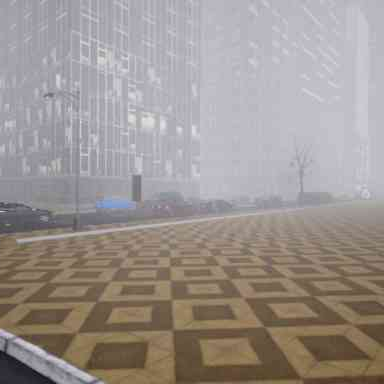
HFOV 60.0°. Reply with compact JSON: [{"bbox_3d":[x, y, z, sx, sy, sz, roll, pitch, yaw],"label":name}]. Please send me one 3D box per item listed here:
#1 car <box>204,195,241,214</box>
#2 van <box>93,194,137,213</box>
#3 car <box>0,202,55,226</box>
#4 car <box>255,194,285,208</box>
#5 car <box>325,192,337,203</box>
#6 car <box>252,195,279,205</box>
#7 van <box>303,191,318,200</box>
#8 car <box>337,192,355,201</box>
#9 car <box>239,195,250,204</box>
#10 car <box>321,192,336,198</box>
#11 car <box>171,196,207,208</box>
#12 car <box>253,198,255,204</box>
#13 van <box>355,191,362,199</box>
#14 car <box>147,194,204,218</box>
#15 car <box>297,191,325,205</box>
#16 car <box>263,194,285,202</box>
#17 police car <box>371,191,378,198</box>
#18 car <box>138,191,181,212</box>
[{"bbox_3d":[2.404,1.306,31.563,1.947,1.339,4.313,1,1,41],"label":"car"},{"bbox_3d":[-7.790,1.085,32.822,1.690,1.788,3.998,1,1,41],"label":"van"},{"bbox_3d":[-10.918,1.369,20.331,1.837,1.490,4.892,-2,-1,39],"label":"car"},{"bbox_3d":[9.750,1.231,40.250,1.802,1.307,4.206,1,1,41],"label":"car"},{"bbox_3d":[20.846,0.827,53.214,2.192,1.841,5.009,1,1,41],"label":"car"},{"bbox_3d":[11.259,1.150,50.779,1.895,1.301,4.718,0,1,41],"label":"car"},{"bbox_3d":[25.585,0.677,71.645,1.690,1.788,3.998,1,1,41],"label":"van"},{"bbox_3d":[28.352,0.946,61.991,1.752,1.417,4.829,1,1,41],"label":"car"},{"bbox_3d":[7.092,1.128,50.035,1.947,1.339,4.313,1,1,41],"label":"car"},{"bbox_3d":[32.981,0.811,80.295,1.947,1.339,4.313,1,1,41],"label":"car"},{"bbox_3d":[-0.310,1.198,41.396,1.887,1.381,4.507,1,1,41],"label":"car"},{"bbox_3d":[10.427,1.150,45.116,2.033,1.411,5.357,0,1,41],"label":"car"},{"bbox_3d":[35.639,0.672,70.505,1.690,1.788,3.998,1,1,41],"label":"van"},{"bbox_3d":[-1.250,1.226,27.202,1.967,1.590,4.097,1,1,41],"label":"car"},{"bbox_3d":[17.147,0.873,48.891,2.192,1.841,5.009,1,1,41],"label":"car"},{"bbox_3d":[14.489,1.037,58.681,1.947,1.339,4.313,1,1,41],"label":"car"},{"bbox_3d":[43.021,0.662,79.646,1.930,1.638,5.238,0,1,41],"label":"police car"},{"bbox_3d":[-3.210,0.947,34.013,2.150,2.045,5.566,0,1,41],"label":"car"}]
